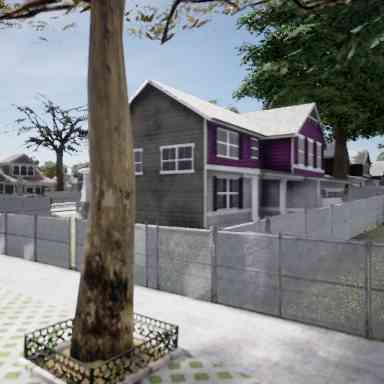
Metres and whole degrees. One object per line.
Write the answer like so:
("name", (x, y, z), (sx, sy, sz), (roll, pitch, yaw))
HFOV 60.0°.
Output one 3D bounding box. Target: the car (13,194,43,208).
("car", (-16.795, 0.997, 33.277), (2.128, 1.511, 4.902), (0, 2, 36))
